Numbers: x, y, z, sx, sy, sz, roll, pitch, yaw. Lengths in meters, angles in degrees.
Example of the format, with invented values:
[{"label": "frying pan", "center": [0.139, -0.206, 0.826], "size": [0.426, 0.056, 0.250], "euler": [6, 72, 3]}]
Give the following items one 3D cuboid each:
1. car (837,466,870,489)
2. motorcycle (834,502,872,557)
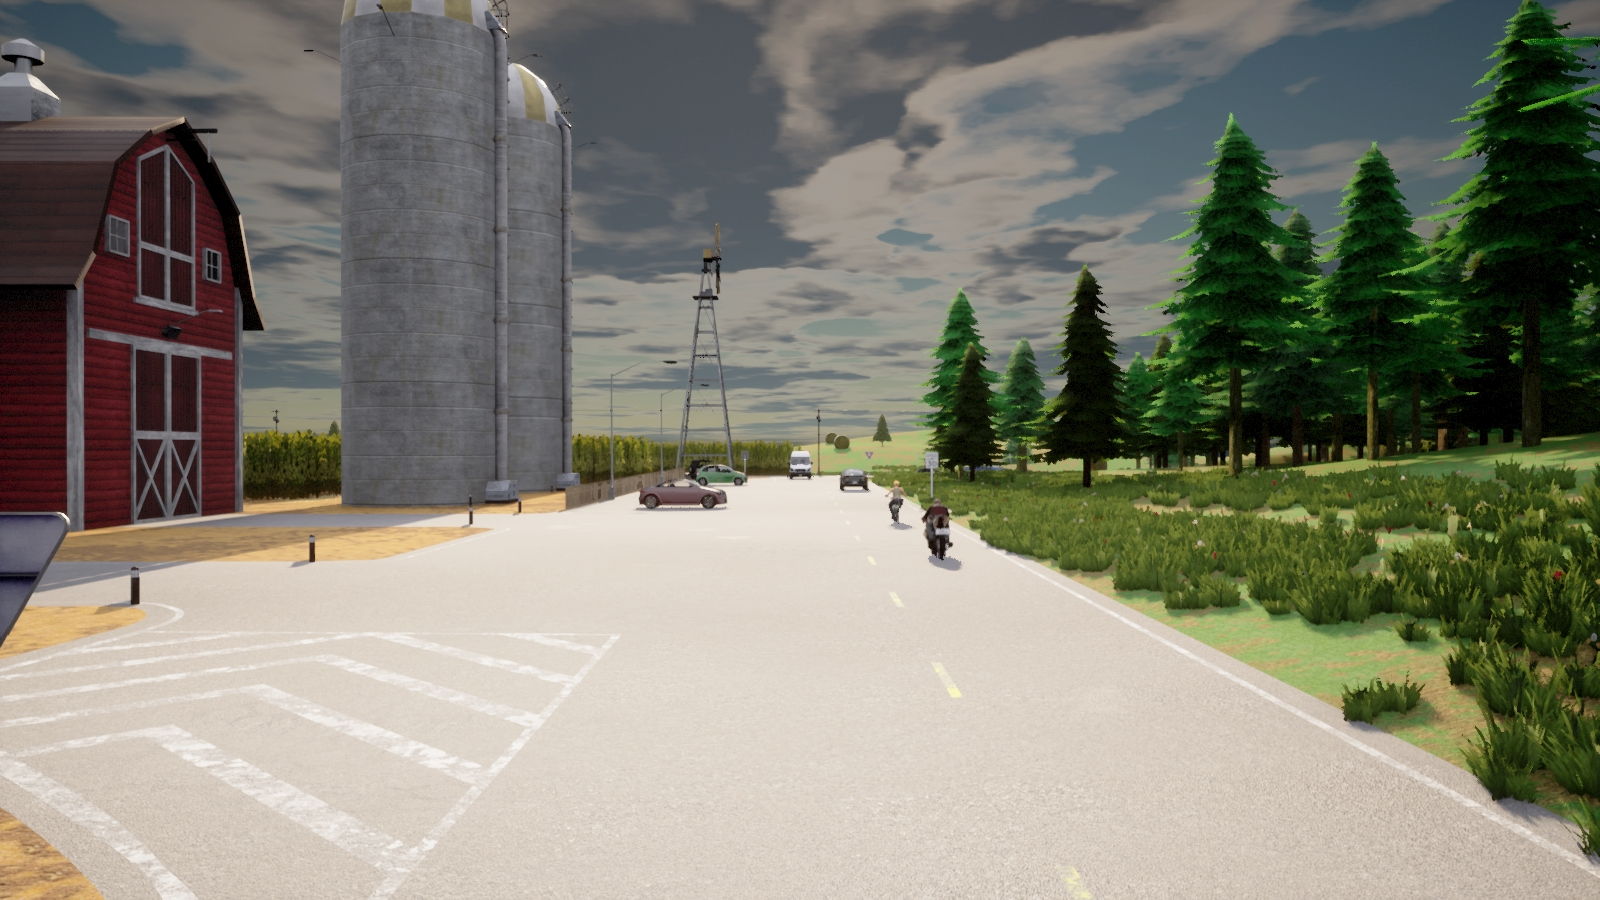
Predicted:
[{"label": "car", "center": [3.608, 1.821, 77.282], "size": [2.002, 1.442, 4.674], "euler": [0, 0, 0]}, {"label": "motorcycle", "center": [1.345, 2.018, 29.379], "size": [0.867, 1.251, 2.209], "euler": [0, 0, 0]}]
